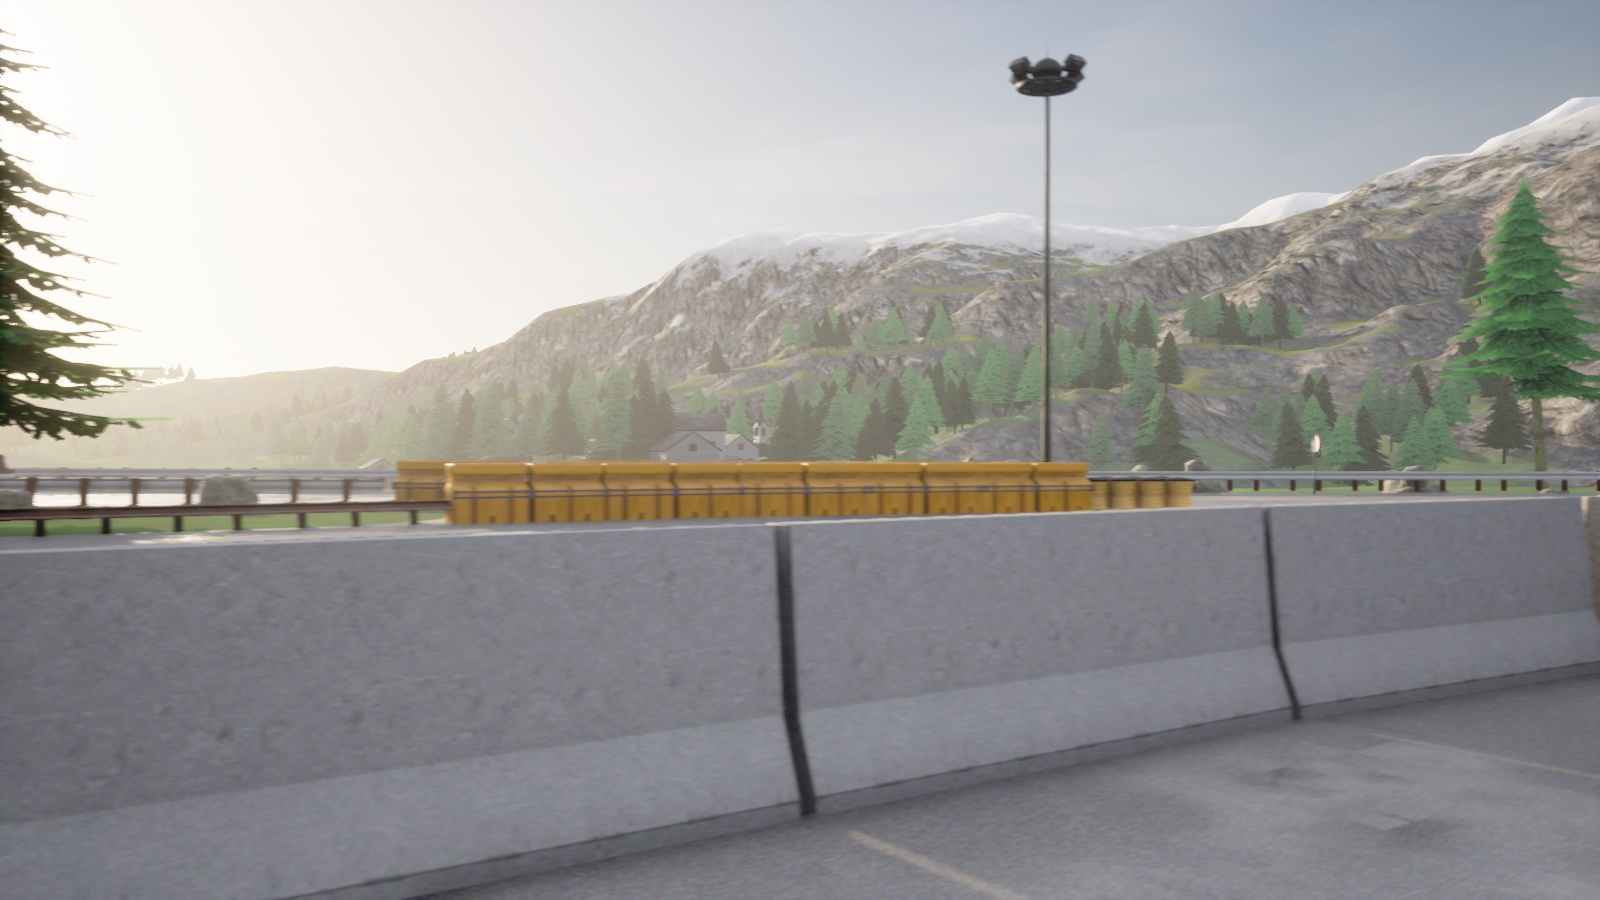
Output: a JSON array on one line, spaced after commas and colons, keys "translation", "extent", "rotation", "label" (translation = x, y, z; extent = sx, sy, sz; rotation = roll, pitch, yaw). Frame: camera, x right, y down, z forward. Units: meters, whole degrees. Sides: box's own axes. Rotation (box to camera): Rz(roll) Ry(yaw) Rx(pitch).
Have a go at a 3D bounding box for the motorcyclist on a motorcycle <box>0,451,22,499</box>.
[{"translation": [-27.636, 0.843, 42.743], "extent": [1.817, 1.590, 0.866], "rotation": [0, 0, 3], "label": "motorcyclist on a motorcycle"}]
